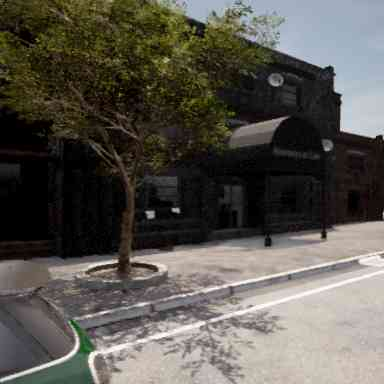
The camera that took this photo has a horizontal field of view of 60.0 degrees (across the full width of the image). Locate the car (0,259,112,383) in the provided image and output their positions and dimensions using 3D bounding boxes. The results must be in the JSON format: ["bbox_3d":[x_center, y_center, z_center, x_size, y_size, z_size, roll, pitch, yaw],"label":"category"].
[{"bbox_3d":[-2.740,1.352,1.732,4.553,1.767,2.097,0,0,-36],"label":"car"}]
